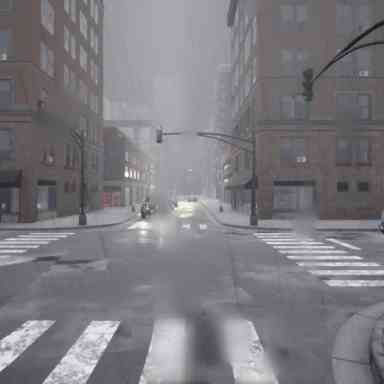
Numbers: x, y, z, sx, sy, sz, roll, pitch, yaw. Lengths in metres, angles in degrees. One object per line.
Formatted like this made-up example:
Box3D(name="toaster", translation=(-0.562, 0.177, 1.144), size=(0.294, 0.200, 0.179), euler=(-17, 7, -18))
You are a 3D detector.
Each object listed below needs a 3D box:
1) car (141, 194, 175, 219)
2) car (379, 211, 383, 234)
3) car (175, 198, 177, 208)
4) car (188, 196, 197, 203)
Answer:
Box3D(name="car", translation=(-3.102, 1.236, 29.748), size=(2.150, 2.045, 5.566), euler=(0, 0, 2))
Box3D(name="car", translation=(11.040, 1.617, 14.647), size=(4.718, 1.301, 1.895), euler=(0, 0, 2))
Box3D(name="car", translation=(-3.122, 1.546, 39.421), size=(1.812, 1.442, 4.674), euler=(0, 0, 0))
Box3D(name="car", translation=(0.067, 1.519, 69.997), size=(2.128, 1.511, 4.902), euler=(0, 0, 0))
